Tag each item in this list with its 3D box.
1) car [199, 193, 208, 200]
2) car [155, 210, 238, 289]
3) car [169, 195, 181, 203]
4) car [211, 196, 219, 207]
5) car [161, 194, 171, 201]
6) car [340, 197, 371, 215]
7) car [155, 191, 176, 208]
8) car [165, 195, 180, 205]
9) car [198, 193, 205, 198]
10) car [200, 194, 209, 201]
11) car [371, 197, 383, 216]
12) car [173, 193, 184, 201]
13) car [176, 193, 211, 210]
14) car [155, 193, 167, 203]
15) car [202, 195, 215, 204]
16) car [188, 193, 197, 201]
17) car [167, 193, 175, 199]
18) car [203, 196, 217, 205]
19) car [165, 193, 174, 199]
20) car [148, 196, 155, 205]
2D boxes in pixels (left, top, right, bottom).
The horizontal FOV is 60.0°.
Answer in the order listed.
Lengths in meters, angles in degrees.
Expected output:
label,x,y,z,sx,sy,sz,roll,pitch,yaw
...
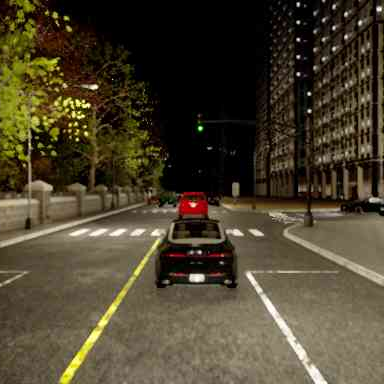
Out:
label,x,y,z,sx,sy,sz,roll,pitch,yaw
car,2.707,0.980,78.402,1.967,1.590,4.097,0,0,0
car,0.101,1.444,8.997,1.837,1.490,4.892,0,0,0
car,-3.013,1.232,60.971,1.895,1.301,4.718,0,0,1
car,2.700,1.289,44.609,1.947,1.339,4.313,0,0,0
car,-5.674,1.094,72.603,1.752,1.417,4.829,0,0,0
car,14.676,1.117,27.814,4.181,1.385,1.994,-1,0,0
car,-3.082,0.952,43.431,2.150,2.045,5.566,0,0,0
car,-3.044,1.240,52.808,1.994,1.385,4.181,0,0,1
car,2.710,1.008,95.299,2.008,1.369,4.403,0,0,0
car,2.706,1.113,72.771,1.887,1.381,4.507,0,0,0
car,14.678,1.132,22.014,4.313,1.339,1.947,-1,1,0
car,-2.986,1.053,73.694,2.128,1.511,4.902,0,0,0
car,0.102,1.054,26.402,2.150,2.045,5.566,0,1,0
car,-5.676,1.068,61.507,1.967,1.590,4.097,0,0,0
car,2.702,1.225,55.874,1.947,1.339,4.313,0,0,0
car,0.014,1.044,71.478,1.882,1.535,5.008,0,0,0
car,-5.672,1.029,89.669,1.887,1.381,4.507,0,0,0
car,2.701,1.257,50.241,1.947,1.339,4.313,0,0,0
car,-5.672,0.952,84.036,1.967,1.590,4.097,0,0,0
car,-5.679,1.273,50.243,1.802,1.307,4.206,0,0,0
